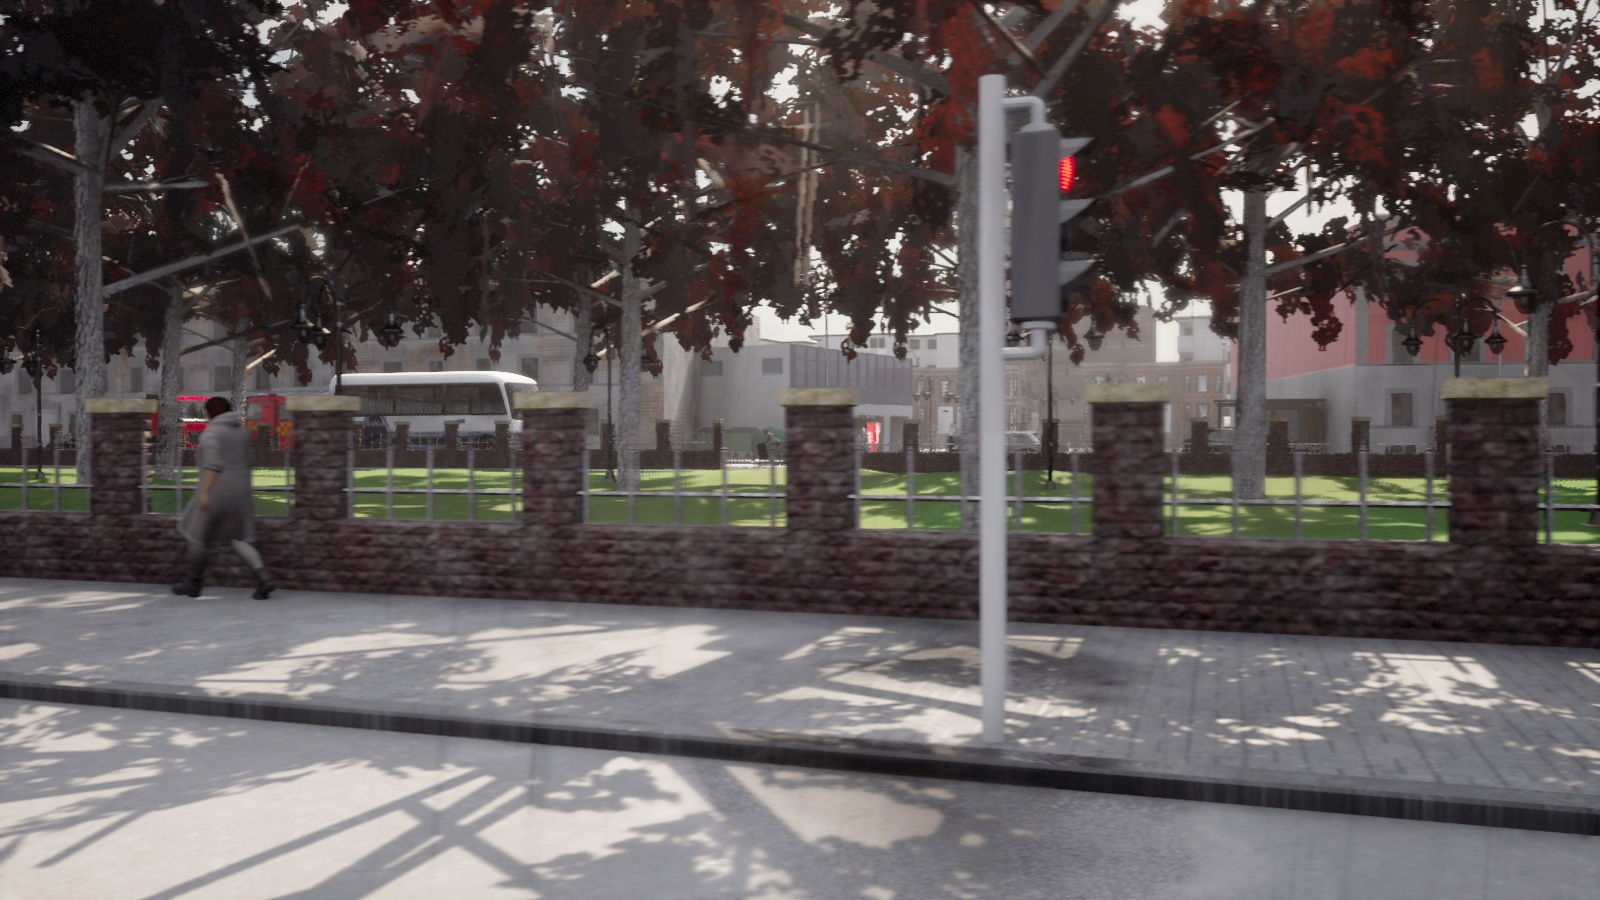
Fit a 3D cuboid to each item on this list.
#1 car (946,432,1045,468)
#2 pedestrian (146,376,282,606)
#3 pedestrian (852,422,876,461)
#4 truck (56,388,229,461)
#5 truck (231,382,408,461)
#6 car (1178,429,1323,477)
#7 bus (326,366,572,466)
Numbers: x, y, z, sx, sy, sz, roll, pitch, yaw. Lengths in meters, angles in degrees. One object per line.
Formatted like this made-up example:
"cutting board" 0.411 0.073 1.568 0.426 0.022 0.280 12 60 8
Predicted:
"car" 8.257 -0.022 52.949 3.806 1.475 1.970 1 1 19
"pedestrian" -5.178 0.341 11.113 0.873 1.952 0.659 1 1 19
"pedestrian" 3.111 -0.422 60.826 0.900 1.855 0.874 1 1 21
"truck" -32.690 -1.265 62.446 7.936 3.462 2.891 1 1 19
"truck" -24.438 -1.442 63.900 8.468 3.827 2.891 1 1 19
"car" 16.424 0.082 45.983 4.856 1.649 2.033 1 1 19
"bus" -15.871 -1.511 56.811 10.273 4.253 3.944 1 1 18
